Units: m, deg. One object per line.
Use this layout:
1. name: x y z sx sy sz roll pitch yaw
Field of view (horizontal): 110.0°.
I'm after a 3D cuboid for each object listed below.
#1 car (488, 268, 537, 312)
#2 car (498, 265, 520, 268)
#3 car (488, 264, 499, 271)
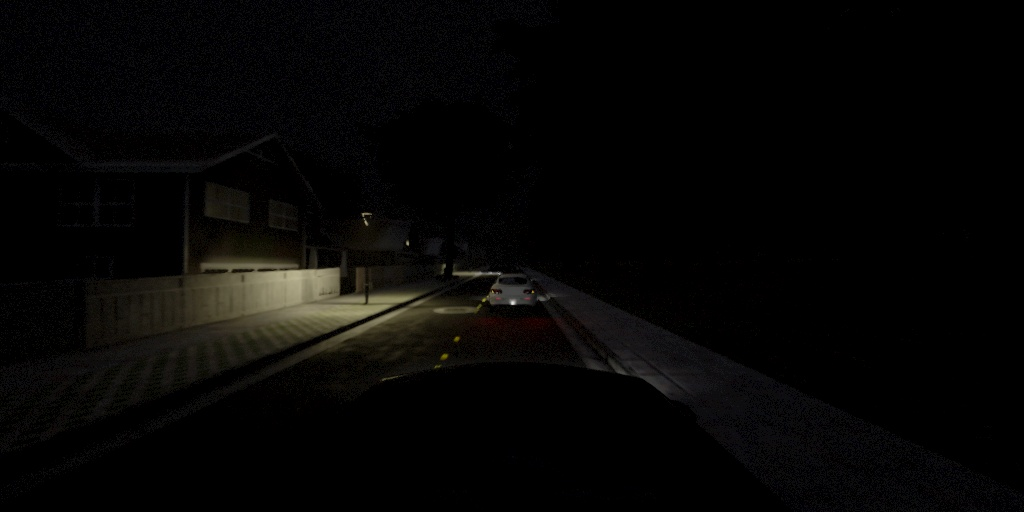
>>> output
1. car: 0.049 1.419 14.900 1.812 1.442 4.674 0 0 0
2. car: 0.047 1.592 29.907 1.812 1.442 4.674 0 0 0
3. car: -2.816 2.009 58.678 1.895 1.301 4.718 0 -1 0
